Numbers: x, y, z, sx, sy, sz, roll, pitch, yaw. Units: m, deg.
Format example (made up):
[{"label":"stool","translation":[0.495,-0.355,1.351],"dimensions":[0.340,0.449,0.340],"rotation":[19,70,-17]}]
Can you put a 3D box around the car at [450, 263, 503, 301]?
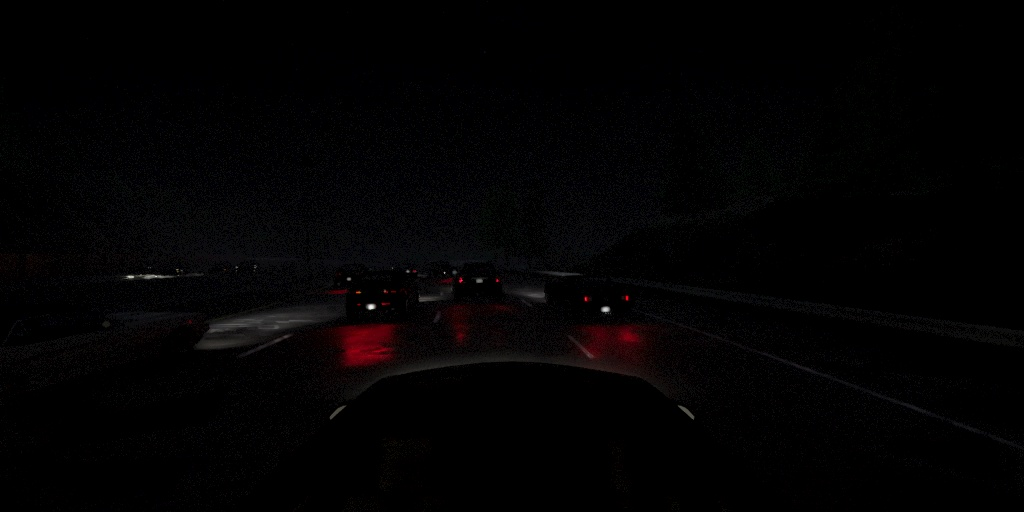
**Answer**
[{"label":"car","translation":[-1.798,1.095,17.499],"dimensions":[2.097,1.767,4.553],"rotation":[0,0,-11]}]

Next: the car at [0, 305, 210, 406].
[{"label":"car","translation":[-7.178,1.381,5.336],"dimensions":[1.895,1.301,4.718],"rotation":[0,0,-3]}]

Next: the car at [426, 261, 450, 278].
[{"label":"car","translation":[-6.976,1.255,34.413],"dimensions":[1.837,1.490,4.892],"rotation":[0,0,-23]}]

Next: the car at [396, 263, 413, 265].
[{"label":"car","translation":[-9.502,1.312,31.649],"dimensions":[2.033,1.411,5.357],"rotation":[0,0,-22]}]

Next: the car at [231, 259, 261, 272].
[{"label":"car","translation":[-30.416,1.205,41.407],"dimensions":[2.097,1.767,4.553],"rotation":[0,0,-30]}]

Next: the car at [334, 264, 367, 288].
[{"label":"car","translation":[-10.656,1.255,24.281],"dimensions":[1.882,1.535,5.008],"rotation":[0,0,-16]}]

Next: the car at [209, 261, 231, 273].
[{"label":"car","translation":[-36.842,1.384,45.468],"dimensions":[1.837,1.490,4.892],"rotation":[0,0,-30]}]

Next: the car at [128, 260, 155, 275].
[{"label":"car","translation":[-43.062,1.264,42.230],"dimensions":[2.097,1.767,4.553],"rotation":[0,0,-30]}]

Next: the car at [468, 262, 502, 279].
[{"label":"car","translation":[-2.544,1.295,32.725],"dimensions":[1.994,1.385,4.181],"rotation":[0,0,-20]}]

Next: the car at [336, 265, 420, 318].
[{"label":"car","translation":[-4.567,1.265,13.141],"dimensions":[1.837,1.490,4.892],"rotation":[0,0,-8]}]

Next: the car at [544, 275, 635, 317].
[{"label":"car","translation":[2.534,1.328,13.076],"dimensions":[1.895,1.301,4.718],"rotation":[0,0,-8]}]

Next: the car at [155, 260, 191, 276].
[{"label":"car","translation":[-38.026,1.393,40.567],"dimensions":[1.837,1.490,4.892],"rotation":[0,1,-30]}]
